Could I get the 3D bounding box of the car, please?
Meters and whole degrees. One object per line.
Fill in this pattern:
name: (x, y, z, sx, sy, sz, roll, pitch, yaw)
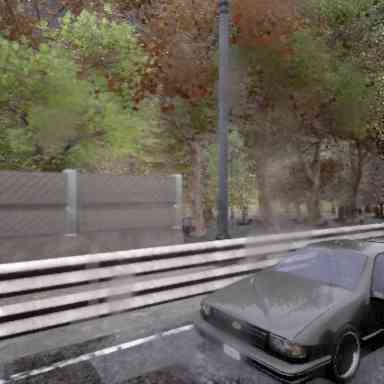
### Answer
car: (2.648, 1.555, 5.571, 5.357, 1.411, 2.033, 0, 0, -36)
